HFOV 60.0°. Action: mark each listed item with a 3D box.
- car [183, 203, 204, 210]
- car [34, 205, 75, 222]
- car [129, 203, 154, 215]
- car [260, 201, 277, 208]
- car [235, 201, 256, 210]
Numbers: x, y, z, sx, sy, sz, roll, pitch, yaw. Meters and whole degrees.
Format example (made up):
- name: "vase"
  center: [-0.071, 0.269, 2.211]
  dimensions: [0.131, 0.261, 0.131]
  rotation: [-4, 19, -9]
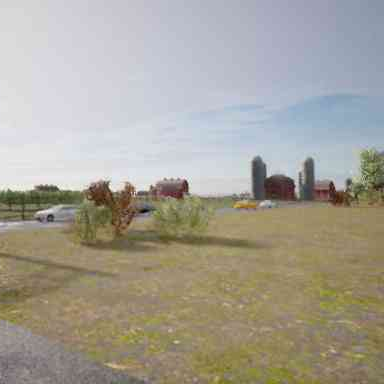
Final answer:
- name: "car"
  center: [-0.399, 2.212, 48.012]
  dimensions: [2.033, 1.411, 5.357]
  rotation: [-2, -2, 36]
- name: "car"
  center: [-12.395, 1.967, 31.360]
  dimensions: [1.812, 1.442, 4.674]
  rotation: [-2, -2, 36]
- name: "car"
  center: [-6.488, 2.042, 39.563]
  dimensions: [2.128, 1.511, 4.902]
  rotation: [-2, -2, 36]
- name: "car"
  center: [14.292, 2.327, 62.273]
  dimensions: [1.812, 1.442, 4.674]
  rotation: [-2, -2, 36]
- name: "car"
  center: [8.849, 2.176, 54.663]
  dimensions: [1.882, 1.535, 5.008]
  rotation: [-2, -2, 37]
